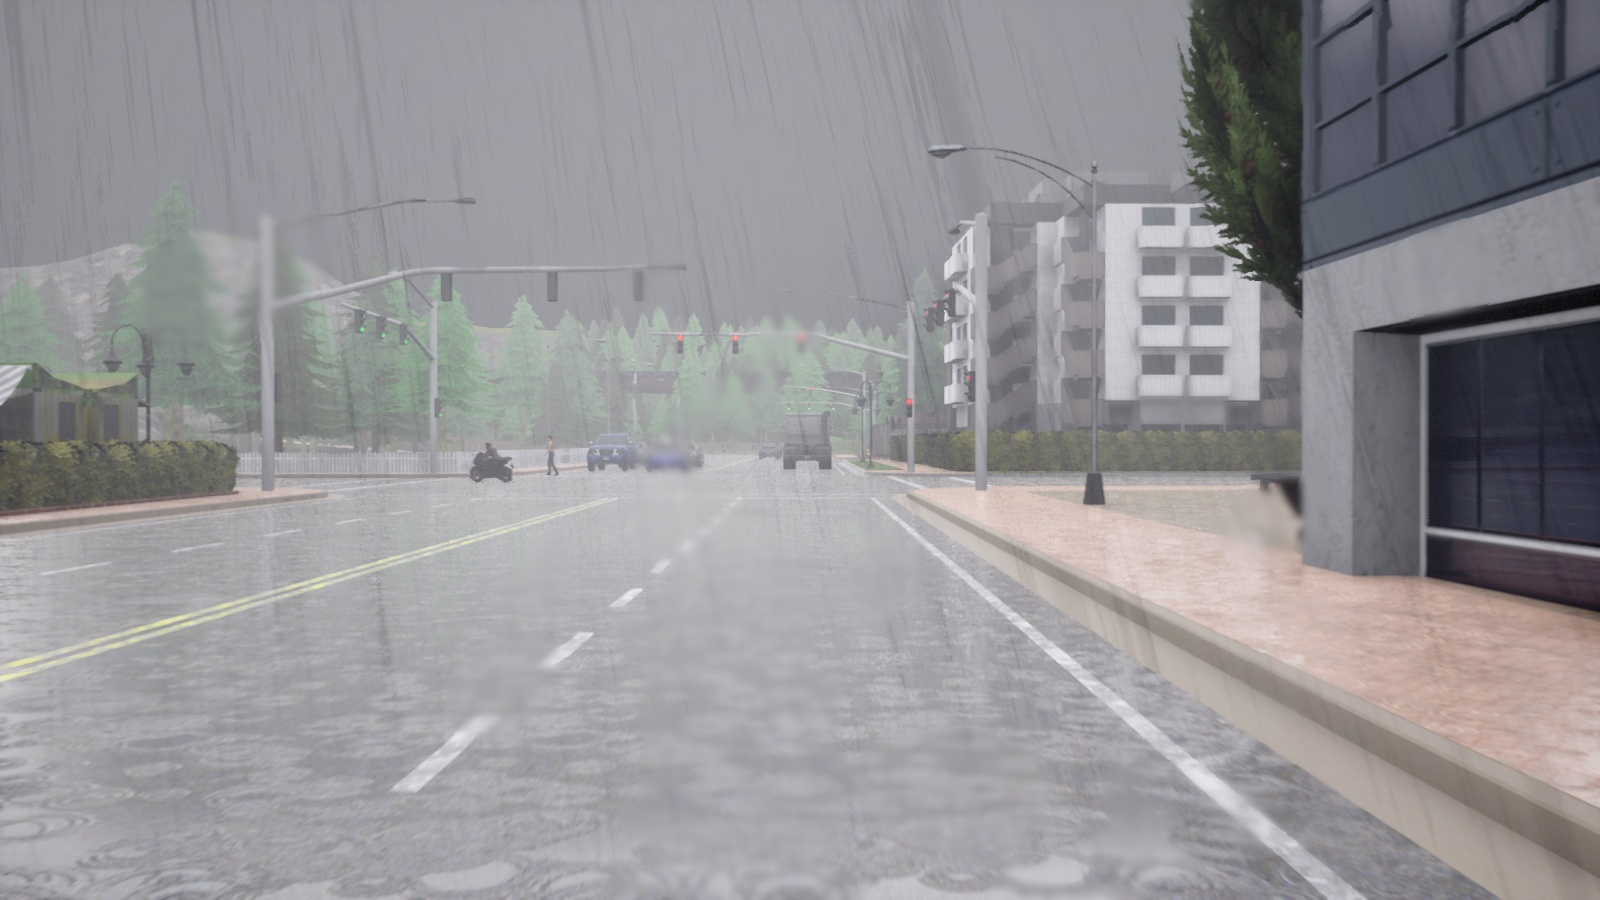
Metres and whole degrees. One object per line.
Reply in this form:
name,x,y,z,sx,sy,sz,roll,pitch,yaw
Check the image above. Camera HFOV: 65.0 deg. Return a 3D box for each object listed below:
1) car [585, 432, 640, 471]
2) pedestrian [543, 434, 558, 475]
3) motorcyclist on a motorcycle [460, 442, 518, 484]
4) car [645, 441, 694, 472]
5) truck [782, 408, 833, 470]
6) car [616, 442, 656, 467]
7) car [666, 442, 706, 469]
car,-10.100,0.074,68.071,2.150,2.045,5.566,0,0,0
pedestrian,-11.221,0.218,56.406,0.594,1.836,0.345,0,0,2
motorcyclist on a motorcycle,-11.587,0.456,46.787,2.044,1.523,0.797,0,2,26
car,-6.620,0.326,64.284,2.007,1.525,4.514,0,0,0
truck,0.440,-0.656,74.646,2.891,3.462,7.936,0,0,0
car,-10.048,0.269,77.197,1.970,1.475,3.806,0,0,0
car,-6.572,0.297,72.663,1.970,1.475,3.806,0,0,1
